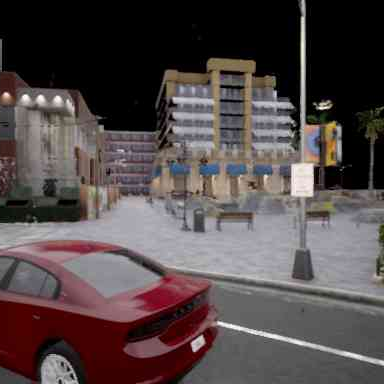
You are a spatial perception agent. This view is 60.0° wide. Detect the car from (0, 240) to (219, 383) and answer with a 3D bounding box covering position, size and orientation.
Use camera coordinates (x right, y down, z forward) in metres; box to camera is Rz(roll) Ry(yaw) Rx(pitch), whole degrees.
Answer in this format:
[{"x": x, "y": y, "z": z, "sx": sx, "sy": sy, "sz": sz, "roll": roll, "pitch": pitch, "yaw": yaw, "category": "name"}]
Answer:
[{"x": -2.076, "y": 1.449, "z": 4.784, "sx": 5.008, "sy": 1.535, "sz": 1.882, "roll": 0, "pitch": 0, "yaw": 30, "category": "car"}]
